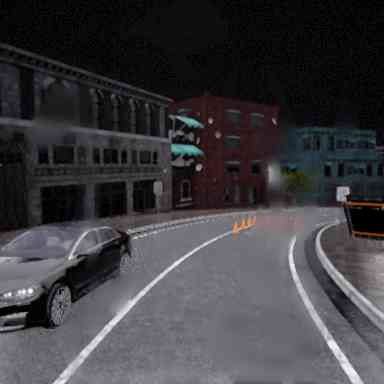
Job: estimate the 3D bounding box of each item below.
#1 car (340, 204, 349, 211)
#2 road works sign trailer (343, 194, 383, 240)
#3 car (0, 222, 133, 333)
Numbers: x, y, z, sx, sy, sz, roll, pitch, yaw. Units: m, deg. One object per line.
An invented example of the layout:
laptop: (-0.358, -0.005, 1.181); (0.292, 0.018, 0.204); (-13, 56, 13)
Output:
car: (21.314, 1.850, 43.329); (4.902, 1.511, 2.128); (2, 3, -31)
road works sign trailer: (7.520, 1.204, 11.999); (3.560, 2.380, 2.880); (2, 45, 39)
car: (-2.786, 1.457, 7.087); (2.128, 1.511, 4.902); (1, 0, 10)
